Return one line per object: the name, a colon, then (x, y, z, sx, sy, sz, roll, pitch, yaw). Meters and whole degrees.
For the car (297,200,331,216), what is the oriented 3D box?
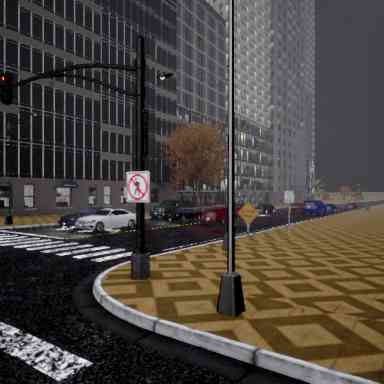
car: (16.198, 2.066, 43.973, 2.150, 2.045, 5.566, 0, -1, 35)

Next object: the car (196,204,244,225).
car: (2.544, 2.004, 28.678, 1.812, 1.442, 4.674, 0, -1, 33)

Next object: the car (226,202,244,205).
car: (4.654, 1.992, 38.315, 2.097, 1.767, 4.553, 0, -1, 33)

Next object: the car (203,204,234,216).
car: (3.488, 2.289, 42.494, 1.895, 1.301, 4.718, 0, -1, 33)

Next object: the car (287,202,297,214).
car: (15.616, 2.261, 48.995, 2.097, 1.767, 4.553, 0, -1, 33)

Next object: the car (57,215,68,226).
car: (-7.495, 1.873, 25.514, 2.033, 1.411, 5.357, 0, -1, 33)

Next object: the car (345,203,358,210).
car: (31.545, 2.837, 65.693, 1.812, 1.442, 4.674, 0, -1, 33)

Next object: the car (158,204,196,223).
car: (-0.664, 2.066, 30.099, 1.895, 1.301, 4.718, 0, -1, 33)

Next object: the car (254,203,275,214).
car: (10.160, 2.325, 46.779, 1.837, 1.490, 4.892, 0, -1, 33)

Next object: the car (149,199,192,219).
car: (-1.964, 1.730, 34.071, 2.150, 2.045, 5.566, 0, -1, 33)

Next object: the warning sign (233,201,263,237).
warning sign: (3.145, 1.454, 18.548, 1.300, 1.860, 1.060, 1, 1, 33)

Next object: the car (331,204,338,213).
car: (21.953, 2.558, 52.942, 1.812, 1.442, 4.674, 0, -1, 33)

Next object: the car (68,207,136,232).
car: (-5.619, 1.827, 22.462, 1.812, 1.442, 4.674, 0, -1, 33)
